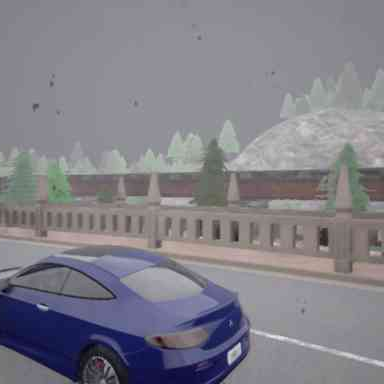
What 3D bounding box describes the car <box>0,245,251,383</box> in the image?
[{"bbox_3d":[-1.485,1.508,4.733,4.674,1.442,1.812,0,0,33],"label":"car"}]
